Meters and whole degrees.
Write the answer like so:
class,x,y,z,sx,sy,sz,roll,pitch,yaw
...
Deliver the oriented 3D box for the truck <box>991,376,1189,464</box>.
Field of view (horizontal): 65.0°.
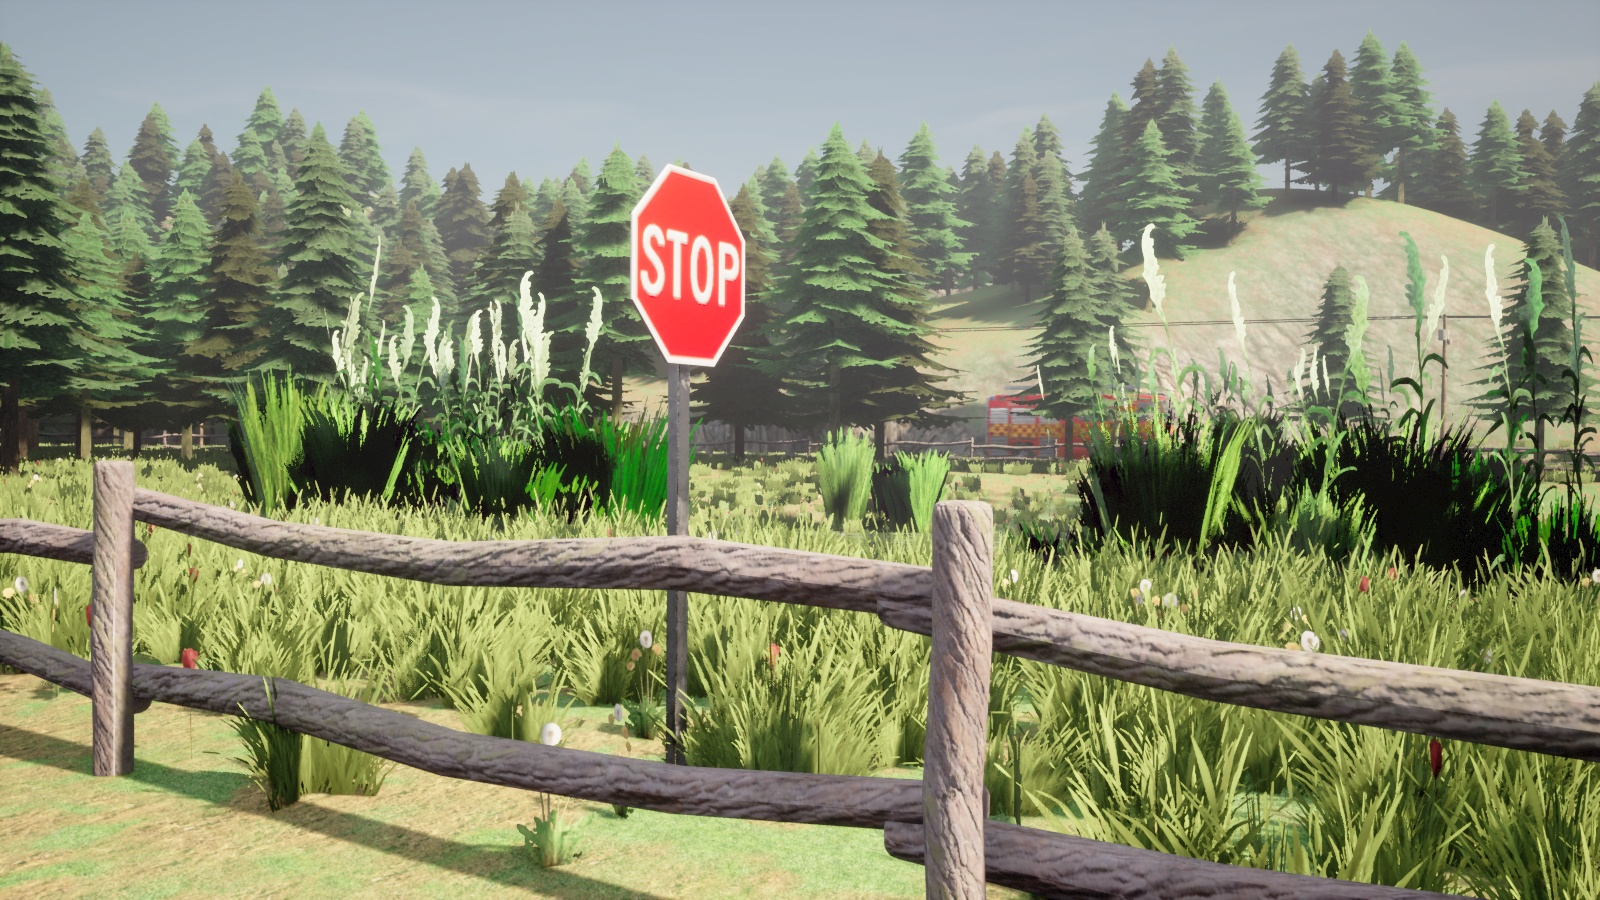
class,x,y,z,sx,sy,sz,roll,pitch,yaw
truck,13.305,-1.308,57.811,8.468,3.827,2.891,0,1,24
